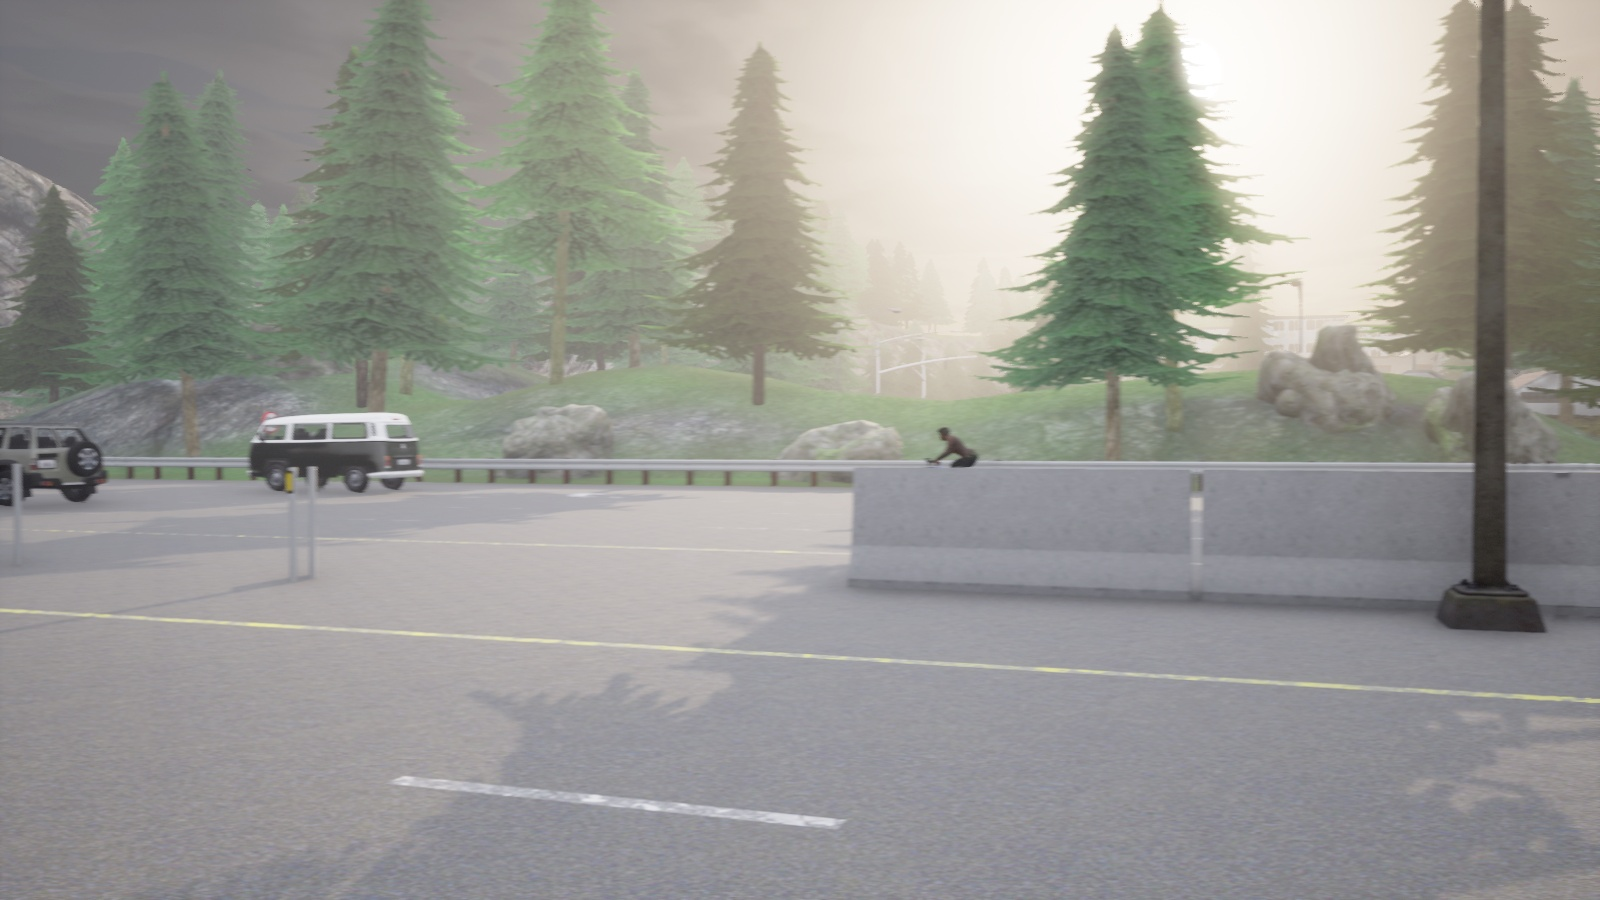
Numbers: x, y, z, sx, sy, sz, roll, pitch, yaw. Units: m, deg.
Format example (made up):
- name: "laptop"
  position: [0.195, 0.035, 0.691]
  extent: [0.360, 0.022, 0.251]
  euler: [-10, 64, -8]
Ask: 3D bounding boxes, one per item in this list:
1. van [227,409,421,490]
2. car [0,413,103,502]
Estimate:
- name: "van"
  position: [-12.592, -0.036, 33.275]
  extent: [4.480, 2.038, 2.069]
  euler: [0, 1, 19]
- name: "car"
  position: [-17.965, 0.130, 27.699]
  extent: [4.605, 1.855, 1.932]
  euler: [0, 1, 19]
